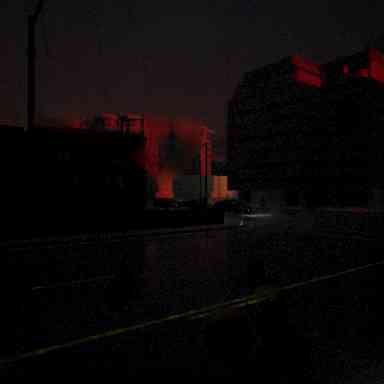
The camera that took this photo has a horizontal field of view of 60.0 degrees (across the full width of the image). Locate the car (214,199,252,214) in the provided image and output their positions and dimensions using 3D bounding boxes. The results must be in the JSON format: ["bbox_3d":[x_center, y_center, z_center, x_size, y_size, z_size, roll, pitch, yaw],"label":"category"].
[{"bbox_3d":[4.208,1.526,34.961,1.812,1.442,4.674,0,0,-37],"label":"car"}]

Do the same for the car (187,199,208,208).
[{"bbox_3d":[0.011,1.601,46.516,1.895,1.301,4.718,0,0,-37],"label":"car"}]

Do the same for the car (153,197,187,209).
[{"bbox_3d":[-3.383,1.488,44.864,2.128,1.511,4.902,0,0,-37],"label":"car"}]

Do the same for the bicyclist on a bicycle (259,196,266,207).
[{"bbox_3d":[9.718,1.303,45.827,1.656,1.620,0.582,0,0,-37],"label":"bicyclist on a bicycle"}]
